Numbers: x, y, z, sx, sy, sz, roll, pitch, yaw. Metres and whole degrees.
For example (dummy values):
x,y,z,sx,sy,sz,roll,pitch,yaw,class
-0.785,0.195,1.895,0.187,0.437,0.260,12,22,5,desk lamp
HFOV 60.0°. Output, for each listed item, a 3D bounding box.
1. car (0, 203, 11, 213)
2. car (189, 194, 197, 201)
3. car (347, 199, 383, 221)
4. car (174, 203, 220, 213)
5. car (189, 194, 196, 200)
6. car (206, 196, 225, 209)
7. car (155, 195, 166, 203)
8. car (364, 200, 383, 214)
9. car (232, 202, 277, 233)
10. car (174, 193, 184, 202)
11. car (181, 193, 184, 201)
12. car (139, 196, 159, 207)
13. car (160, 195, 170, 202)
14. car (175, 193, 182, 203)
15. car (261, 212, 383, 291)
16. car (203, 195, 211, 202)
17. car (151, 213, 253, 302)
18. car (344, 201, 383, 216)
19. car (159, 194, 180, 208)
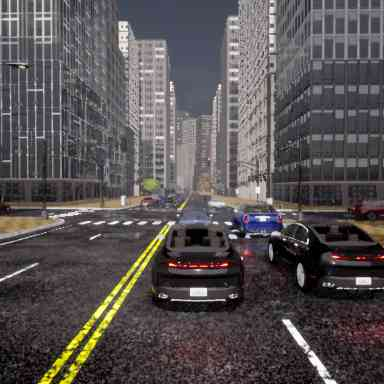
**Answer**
x,y,z,sx,sy,sz,roll,pitch,yaw,class
-20.031,1.315,31.790,5.008,1.535,1.882,1,1,1,car
0.209,1.450,80.180,1.812,1.442,4.674,0,0,0,car
16.275,1.519,28.507,5.009,1.841,2.192,1,0,1,car
0.146,1.538,17.794,2.033,1.411,5.357,0,0,0,car
0.236,1.387,90.175,1.882,1.535,5.008,0,0,0,car
3.258,1.572,44.443,1.895,1.301,4.718,0,0,-1,car
-6.342,1.420,67.651,1.882,1.535,5.008,0,0,0,car
21.905,1.643,36.779,4.829,1.417,1.752,1,0,1,car
3.395,1.342,18.029,2.097,1.767,4.553,0,0,0,car
-3.047,1.154,77.882,2.150,2.045,5.566,0,0,0,car
-3.098,1.469,67.430,1.812,1.442,4.674,0,0,1,car
-6.460,1.491,49.043,1.812,1.442,4.674,0,0,2,car
-6.297,1.453,77.922,1.812,1.442,4.674,0,0,0,car
-3.183,1.460,57.609,1.837,1.490,4.892,0,0,0,car
3.373,1.500,8.946,1.837,1.490,4.892,0,0,0,car
3.470,1.437,72.486,1.837,1.490,4.892,0,0,0,car
0.119,1.501,8.239,1.837,1.490,4.892,0,0,0,car
18.262,1.692,34.250,4.181,1.385,1.994,1,1,1,car
-3.215,1.471,48.270,1.837,1.490,4.892,0,0,0,car
